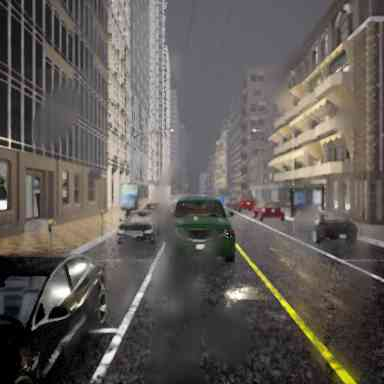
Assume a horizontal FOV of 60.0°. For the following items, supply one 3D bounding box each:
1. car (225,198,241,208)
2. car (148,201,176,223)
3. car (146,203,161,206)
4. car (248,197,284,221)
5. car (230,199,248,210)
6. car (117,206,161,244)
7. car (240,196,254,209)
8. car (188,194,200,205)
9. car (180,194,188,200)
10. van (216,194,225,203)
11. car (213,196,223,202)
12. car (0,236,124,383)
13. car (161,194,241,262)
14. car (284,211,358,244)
[{"bbox_3d":[6.078,1.583,49.428,1.802,1.307,4.206,0,0,0],"label":"car"},{"bbox_3d":[-2.315,1.522,26.668,1.752,1.417,4.829,0,0,0],"label":"car"},{"bbox_3d":[-2.319,1.436,21.190,1.967,1.590,4.097,0,0,0],"label":"car"},{"bbox_3d":[6.065,1.438,26.833,1.967,1.590,4.097,0,0,0],"label":"car"},{"bbox_3d":[6.074,1.582,43.779,1.802,1.307,4.206,0,0,0],"label":"car"},{"bbox_3d":[-2.321,1.547,15.541,2.008,1.369,4.403,0,0,0],"label":"car"},{"bbox_3d":[6.072,1.314,38.131,2.192,1.841,5.009,0,0,0],"label":"car"},{"bbox_3d":[0.394,1.356,61.317,2.097,1.767,4.553,0,0,0],"label":"car"},{"bbox_3d":[-2.277,1.470,94.622,1.967,1.590,4.097,0,0,0],"label":"car"},{"bbox_3d":[6.090,1.355,72.022,1.690,1.788,3.998,0,0,0],"label":"van"},{"bbox_3d":[6.094,1.584,77.671,1.947,1.339,4.313,0,0,0],"label":"car"},{"bbox_3d":[-2.328,1.564,4.244,1.947,1.339,4.313,0,0,0],"label":"car"},{"bbox_3d":[0.267,1.216,12.380,2.150,2.045,5.566,0,0,0],"label":"car"},{"bbox_3d":[6.059,1.548,15.537,2.008,1.369,4.403,0,0,0],"label":"car"}]
